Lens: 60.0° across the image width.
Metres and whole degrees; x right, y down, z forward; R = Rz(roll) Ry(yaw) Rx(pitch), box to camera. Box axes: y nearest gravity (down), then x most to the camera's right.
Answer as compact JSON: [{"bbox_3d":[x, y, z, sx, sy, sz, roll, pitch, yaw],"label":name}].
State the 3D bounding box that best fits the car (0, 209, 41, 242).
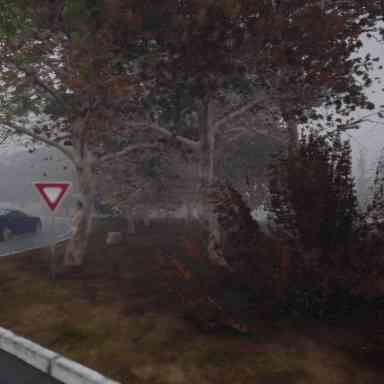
[{"bbox_3d":[-9.718,1.621,17.348,1.882,1.535,5.008,0,0,1],"label":"car"}]
